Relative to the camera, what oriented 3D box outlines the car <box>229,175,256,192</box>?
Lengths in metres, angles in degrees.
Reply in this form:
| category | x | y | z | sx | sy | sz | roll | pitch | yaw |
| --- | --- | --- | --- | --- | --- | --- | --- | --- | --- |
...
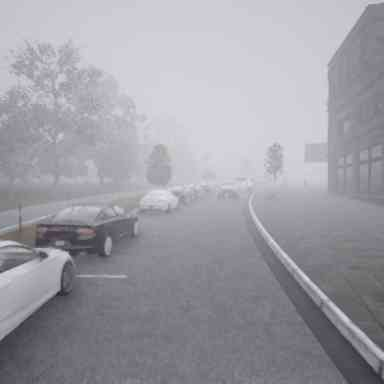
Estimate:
| category | x | y | z | sx | sy | sz | roll | pitch | yaw |
| --- | --- | --- | --- | --- | --- | --- | --- | --- | --- |
| car | 6.933 | -1.089 | 44.857 | 2.150 | 2.045 | 5.566 | 0 | 4 | 17 |

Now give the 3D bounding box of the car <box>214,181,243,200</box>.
| category | x | y | z | sx | sy | sz | roll | pitch | yaw |
| --- | --- | --- | --- | --- | --- | --- | --- | --- | --- |
| car | 3.535 | -0.049 | 31.808 | 1.812 | 1.442 | 4.674 | 0 | 3 | 12 |

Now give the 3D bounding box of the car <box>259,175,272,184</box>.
| category | x | y | z | sx | sy | sz | roll | pitch | yaw |
| --- | --- | --- | --- | --- | --- | --- | --- | --- | --- |
| car | 15.795 | -2.516 | 75.267 | 1.946 | 1.575 | 5.366 | -2 | 2 | 31 |

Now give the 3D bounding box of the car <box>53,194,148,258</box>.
| category | x | y | z | sx | sy | sz | roll | pitch | yaw |
| --- | --- | --- | --- | --- | --- | --- | --- | --- | --- |
| car | -3.219 | 1.057 | 11.236 | 2.097 | 1.535 | 5.008 | 1 | 4 | 6 |

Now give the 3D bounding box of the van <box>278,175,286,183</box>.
| category | x | y | z | sx | sy | sz | roll | pitch | yaw |
| --- | --- | --- | --- | --- | --- | --- | --- | --- | --- |
| van | 21.541 | -3.256 | 84.749 | 1.878 | 1.987 | 4.442 | -2 | 2 | 34 |

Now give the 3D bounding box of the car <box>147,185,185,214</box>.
| category | x | y | z | sx | sy | sz | roll | pitch | yaw |
| --- | --- | --- | --- | --- | --- | --- | --- | --- | --- |
| car | -2.056 | 0.557 | 21.694 | 2.002 | 1.452 | 4.674 | 0 | 3 | 9 |

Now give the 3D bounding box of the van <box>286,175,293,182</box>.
| category | x | y | z | sx | sy | sz | roll | pitch | yaw |
| --- | --- | --- | --- | --- | --- | --- | --- | --- | --- |
| van | 24.694 | -3.501 | 89.361 | 1.878 | 1.987 | 4.442 | -2 | 2 | 34 |

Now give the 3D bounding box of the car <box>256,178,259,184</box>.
| category | x | y | z | sx | sy | sz | roll | pitch | yaw |
| --- | --- | --- | --- | --- | --- | --- | --- | --- | --- |
| car | 10.635 | -2.190 | 65.172 | 2.435 | 2.045 | 5.566 | -3 | 2 | 25 |

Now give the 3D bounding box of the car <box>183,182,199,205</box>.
| category | x | y | z | sx | sy | sz | roll | pitch | yaw |
| --- | --- | --- | --- | --- | --- | --- | --- | --- | --- |
| car | -1.065 | 0.184 | 27.837 | 2.097 | 1.535 | 5.008 | 0 | 4 | 11 |

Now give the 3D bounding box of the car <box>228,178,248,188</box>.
| category | x | y | z | sx | sy | sz | roll | pitch | yaw |
| --- | --- | --- | --- | --- | --- | --- | --- | --- | --- |
| car | 8.385 | -1.641 | 60.039 | 2.231 | 1.521 | 4.892 | -3 | 2 | 23 |

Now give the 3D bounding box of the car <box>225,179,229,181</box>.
| category | x | y | z | sx | sy | sz | roll | pitch | yaw |
| --- | --- | --- | --- | --- | --- | --- | --- | --- | --- |
| car | 6.315 | -1.344 | 54.853 | 2.231 | 1.521 | 4.892 | -3 | 2 | 22 |

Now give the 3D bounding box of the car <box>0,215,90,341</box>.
| category | x | y | z | sx | sy | sz | roll | pitch | yaw |
| --- | --- | --- | --- | --- | --- | --- | --- | --- | --- |
| car | -3.395 | 1.439 | 5.106 | 2.002 | 1.452 | 4.674 | -2 | 3 | 1 |

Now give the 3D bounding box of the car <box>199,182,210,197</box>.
| category | x | y | z | sx | sy | sz | roll | pitch | yaw |
| --- | --- | --- | --- | --- | --- | --- | --- | --- | --- |
| car | 0.024 | -0.143 | 33.433 | 2.231 | 1.521 | 4.892 | 0 | 3 | 13 |

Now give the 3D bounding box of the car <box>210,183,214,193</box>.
| category | x | y | z | sx | sy | sz | roll | pitch | yaw |
| --- | --- | --- | --- | --- | --- | --- | --- | --- | --- |
| car | 1.510 | -0.490 | 39.573 | 2.097 | 1.535 | 5.008 | 0 | 3 | 15 |

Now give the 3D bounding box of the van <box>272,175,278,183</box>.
| category | x | y | z | sx | sy | sz | roll | pitch | yaw |
| --- | --- | --- | --- | --- | --- | --- | --- | --- | --- |
| van | 18.548 | -3.000 | 80.030 | 1.878 | 1.987 | 4.442 | -2 | 2 | 29 |
